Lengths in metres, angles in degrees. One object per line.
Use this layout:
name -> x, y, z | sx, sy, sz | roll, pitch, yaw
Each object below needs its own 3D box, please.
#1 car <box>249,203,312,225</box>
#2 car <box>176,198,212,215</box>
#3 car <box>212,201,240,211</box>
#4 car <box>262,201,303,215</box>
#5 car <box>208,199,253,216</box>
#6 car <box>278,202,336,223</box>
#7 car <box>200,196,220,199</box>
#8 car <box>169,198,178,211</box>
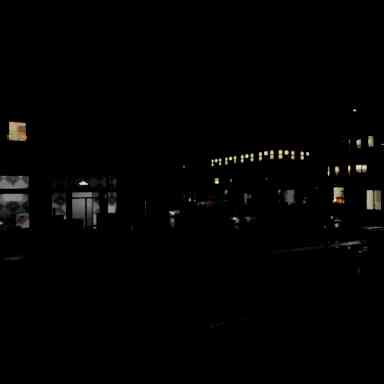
car -> 6.955, 1.814, 26.621 | 1.947, 1.339, 4.313 | -1, 0, -29
car -> 0.249, 1.847, 38.773 | 1.967, 1.590, 4.097 | -1, 0, -29
car -> 4.839, 1.967, 47.709 | 1.802, 1.307, 4.206 | -1, 0, -29
car -> 10.269, 1.810, 38.063 | 2.008, 1.369, 4.403 | -1, 0, -29
car -> 4.203, 1.819, 37.053 | 1.882, 1.535, 5.008 | -1, 0, -29
car -> 9.520, 1.708, 27.606 | 2.128, 1.511, 4.902 | -1, 0, -29
car -> 2.050, 1.644, 47.390 | 2.150, 2.045, 5.566 | -1, 0, -29
car -> -3.060, 2.034, 50.014 | 1.812, 1.442, 4.674 | -1, 0, -29
